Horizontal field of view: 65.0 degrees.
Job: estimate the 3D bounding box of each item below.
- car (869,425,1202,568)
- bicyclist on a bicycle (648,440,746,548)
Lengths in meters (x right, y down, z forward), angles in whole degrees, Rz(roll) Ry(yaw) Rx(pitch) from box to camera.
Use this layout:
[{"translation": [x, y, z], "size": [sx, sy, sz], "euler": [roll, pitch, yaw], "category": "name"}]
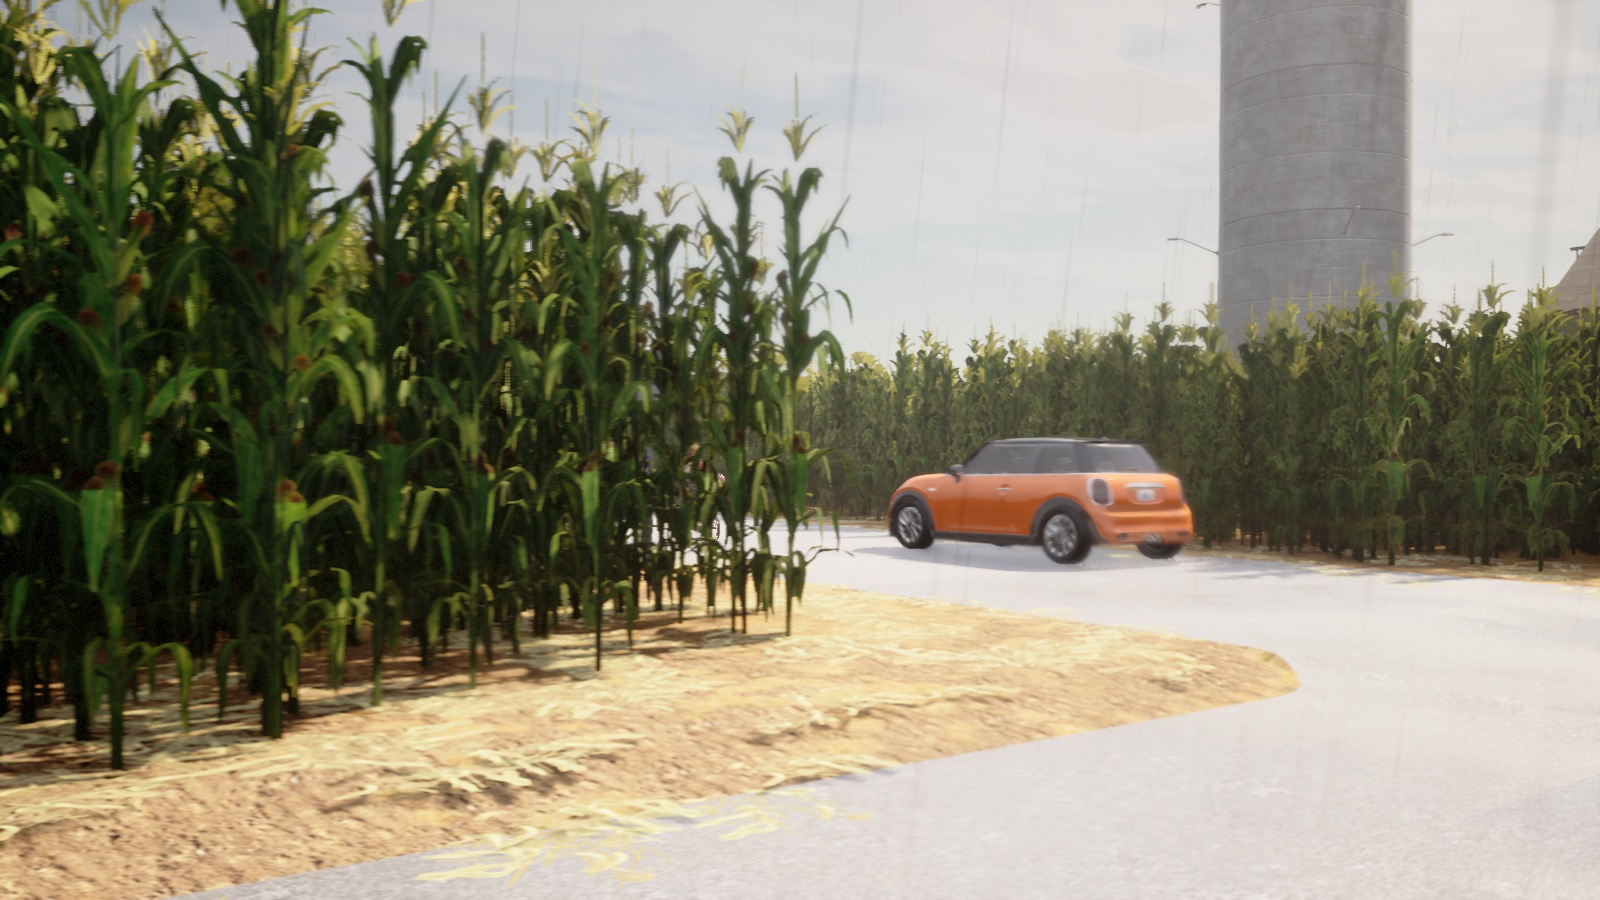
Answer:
[{"translation": [3.215, 0.601, 18.043], "size": [2.097, 1.767, 4.553], "euler": [1, -1, -35], "category": "car"}, {"translation": [-1.621, 0.663, 19.586], "size": [0.866, 1.612, 1.509], "euler": [1, -1, -35], "category": "bicyclist on a bicycle"}]
